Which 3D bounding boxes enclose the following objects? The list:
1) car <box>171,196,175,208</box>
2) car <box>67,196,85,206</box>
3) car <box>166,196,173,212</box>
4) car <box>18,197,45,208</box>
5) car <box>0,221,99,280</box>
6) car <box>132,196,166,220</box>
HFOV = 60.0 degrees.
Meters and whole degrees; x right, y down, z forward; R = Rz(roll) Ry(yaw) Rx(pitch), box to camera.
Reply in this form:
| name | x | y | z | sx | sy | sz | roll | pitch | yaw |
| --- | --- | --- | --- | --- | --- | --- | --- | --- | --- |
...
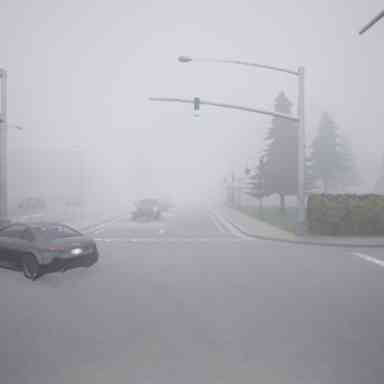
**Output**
| name | x | y | z | sx | sy | sz | roll | pitch | yaw |
| --- | --- | --- | --- | --- | --- | --- | --- | --- | --- |
| car | -3.545 | 1.299 | 47.480 | 2.097 | 1.767 | 4.553 | 0 | 0 | 0 |
| car | -17.447 | 1.319 | 50.009 | 1.845 | 1.501 | 3.633 | 0 | 0 | 0 |
| car | -3.582 | 1.522 | 37.227 | 1.994 | 1.385 | 4.181 | 0 | 0 | 0 |
| car | -20.501 | 1.338 | 42.619 | 1.970 | 1.475 | 3.806 | 0 | 0 | 0 |
| car | -4.797 | 1.553 | 9.919 | 4.181 | 1.385 | 1.994 | 0 | 0 | 31 |
| car | -3.593 | 1.322 | 27.334 | 2.097 | 1.767 | 4.553 | 0 | 0 | 0 |
